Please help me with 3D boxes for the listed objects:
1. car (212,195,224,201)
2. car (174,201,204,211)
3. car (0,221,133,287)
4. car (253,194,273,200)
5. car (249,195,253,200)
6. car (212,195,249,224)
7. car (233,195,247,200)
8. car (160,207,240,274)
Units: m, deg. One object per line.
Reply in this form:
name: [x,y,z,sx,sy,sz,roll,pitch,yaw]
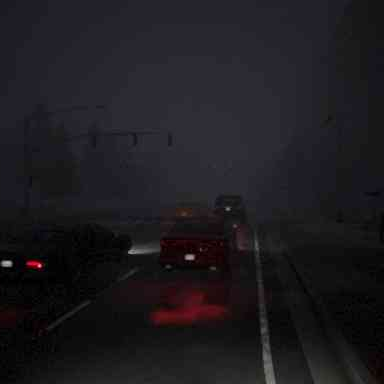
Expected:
car: [6.294,1.471,81.096,1.837,1.490,4.892,0,0,19]
car: [-0.148,1.473,27.497,1.882,1.535,5.008,0,0,11]
car: [-3.413,1.546,9.420,2.033,1.411,5.357,0,0,11]
car: [19.185,1.439,90.151,1.882,1.535,5.008,0,0,40]
car: [15.450,1.487,91.046,1.812,1.442,4.674,0,0,40]
car: [2.871,1.214,24.626,2.150,2.045,5.566,0,0,11]
car: [13.706,1.468,94.522,1.812,1.442,4.674,0,0,40]
car: [0.401,1.474,10.761,1.882,1.535,5.008,0,0,11]
